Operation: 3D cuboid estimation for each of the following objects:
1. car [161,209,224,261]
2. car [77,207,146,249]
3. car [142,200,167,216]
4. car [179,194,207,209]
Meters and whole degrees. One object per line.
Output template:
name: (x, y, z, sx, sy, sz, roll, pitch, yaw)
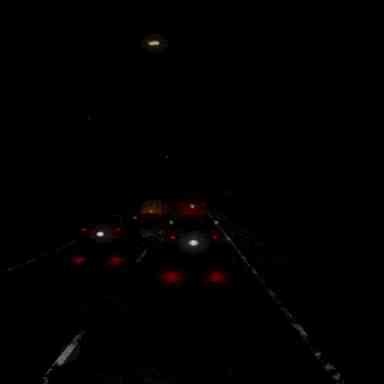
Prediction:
car: (0.066, 1.551, 12.322, 1.994, 1.385, 4.181, 0, 0, 1)
car: (-3.419, 1.550, 14.447, 1.994, 1.385, 4.181, 0, 0, 0)
car: (-3.411, 1.450, 30.394, 1.882, 1.535, 5.008, 0, 0, 0)
car: (0.077, 1.198, 27.879, 2.150, 2.045, 5.566, 0, 0, 0)
